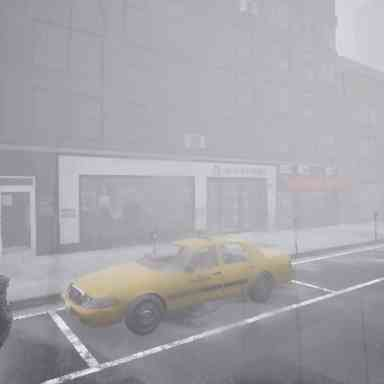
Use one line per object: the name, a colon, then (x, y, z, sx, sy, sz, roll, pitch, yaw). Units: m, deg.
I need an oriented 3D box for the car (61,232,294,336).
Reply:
car: (-0.003, 1.524, 6.654, 4.829, 1.417, 1.752, 0, -1, -35)

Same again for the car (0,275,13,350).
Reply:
car: (-4.351, 1.566, 3.561, 4.313, 1.339, 1.947, 0, -1, -35)
